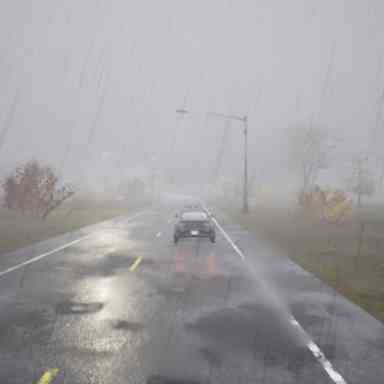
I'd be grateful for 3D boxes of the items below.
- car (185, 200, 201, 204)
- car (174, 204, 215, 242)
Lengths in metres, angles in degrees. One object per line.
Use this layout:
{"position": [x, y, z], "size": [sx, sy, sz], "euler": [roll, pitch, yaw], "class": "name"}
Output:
{"position": [0.099, 1.508, 34.470], "size": [2.033, 1.411, 5.357], "euler": [0, 0, 0], "class": "car"}
{"position": [0.112, 1.515, 16.142], "size": [1.812, 1.442, 4.674], "euler": [0, 0, 0], "class": "car"}
